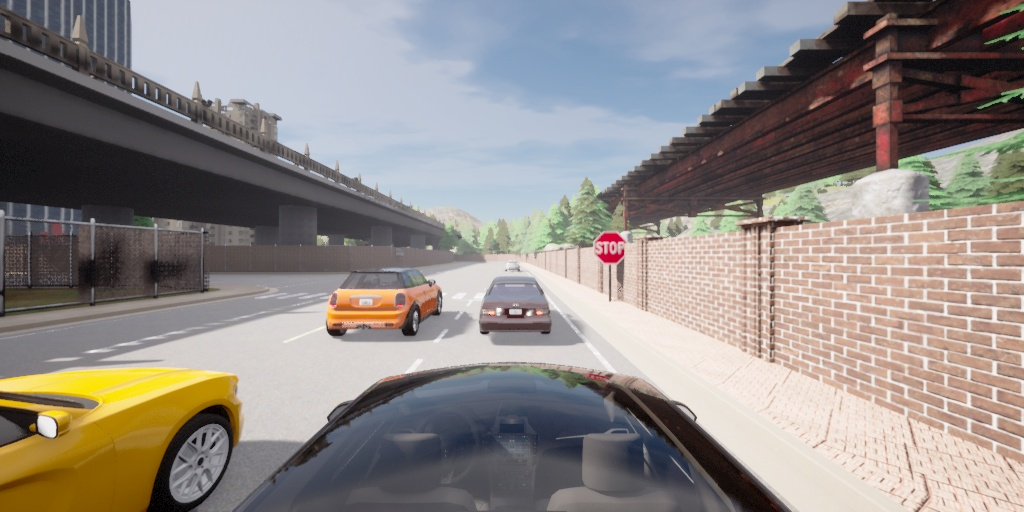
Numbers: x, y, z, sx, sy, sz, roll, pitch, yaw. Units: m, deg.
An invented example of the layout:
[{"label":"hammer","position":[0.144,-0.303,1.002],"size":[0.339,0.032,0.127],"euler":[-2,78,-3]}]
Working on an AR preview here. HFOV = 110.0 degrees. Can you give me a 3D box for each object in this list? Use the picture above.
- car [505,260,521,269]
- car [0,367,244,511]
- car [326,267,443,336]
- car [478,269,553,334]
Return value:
[{"label":"car","position":[0.068,1.261,46.334],"size":[1.812,1.442,4.674],"euler":[0,0,-1]},{"label":"car","position":[-3.398,1.228,1.257],"size":[1.882,1.535,5.008],"euler":[0,0,0]},{"label":"car","position":[-3.423,1.099,10.514],"size":[2.097,1.767,4.553],"euler":[0,0,0]},{"label":"car","position":[0.078,1.295,10.537],"size":[2.033,1.411,5.357],"euler":[0,0,0]}]
